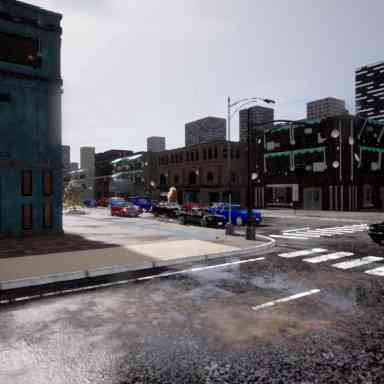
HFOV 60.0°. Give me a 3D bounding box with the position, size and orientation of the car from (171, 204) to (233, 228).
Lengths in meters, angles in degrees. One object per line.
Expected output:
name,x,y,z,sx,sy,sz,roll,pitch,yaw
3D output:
car,0.660,1.814,24.549,1.947,1.339,4.313,-2,0,-35

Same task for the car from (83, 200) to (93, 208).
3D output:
car,-19.550,2.193,63.201,1.812,1.442,4.674,-1,0,-35

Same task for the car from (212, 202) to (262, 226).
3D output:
car,3.187,1.691,25.685,1.882,1.535,5.008,-1,0,-36

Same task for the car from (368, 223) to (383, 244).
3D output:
car,9.739,1.596,14.622,4.718,1.301,1.895,0,0,-35

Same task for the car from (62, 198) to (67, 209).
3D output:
car,-23.223,2.232,58.344,1.752,1.417,4.829,-1,0,-35

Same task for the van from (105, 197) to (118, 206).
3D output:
van,-13.290,1.906,58.829,1.690,1.788,3.998,-1,0,-35

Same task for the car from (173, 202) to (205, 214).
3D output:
car,-0.454,1.902,40.786,1.802,1.307,4.206,-2,0,-35

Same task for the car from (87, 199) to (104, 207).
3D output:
car,-19.701,2.226,67.851,1.887,1.381,4.507,-1,0,-35

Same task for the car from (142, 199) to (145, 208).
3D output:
car,-8.343,1.988,41.915,2.033,1.411,5.357,-1,0,-35

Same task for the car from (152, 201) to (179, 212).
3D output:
car,-3.661,1.964,45.297,1.802,1.307,4.206,-2,0,-35

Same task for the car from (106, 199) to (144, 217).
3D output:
car,-7.285,1.845,35.928,1.967,1.590,4.097,-1,0,-35

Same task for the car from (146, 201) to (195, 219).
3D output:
car,-2.212,1.812,33.282,2.128,1.511,4.902,-1,0,-35

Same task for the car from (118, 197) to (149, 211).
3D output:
car,-7.855,1.668,46.736,2.150,2.045,5.566,-1,0,-35

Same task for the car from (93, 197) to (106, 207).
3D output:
car,-16.498,1.938,63.340,2.192,1.841,5.009,-1,0,-35
